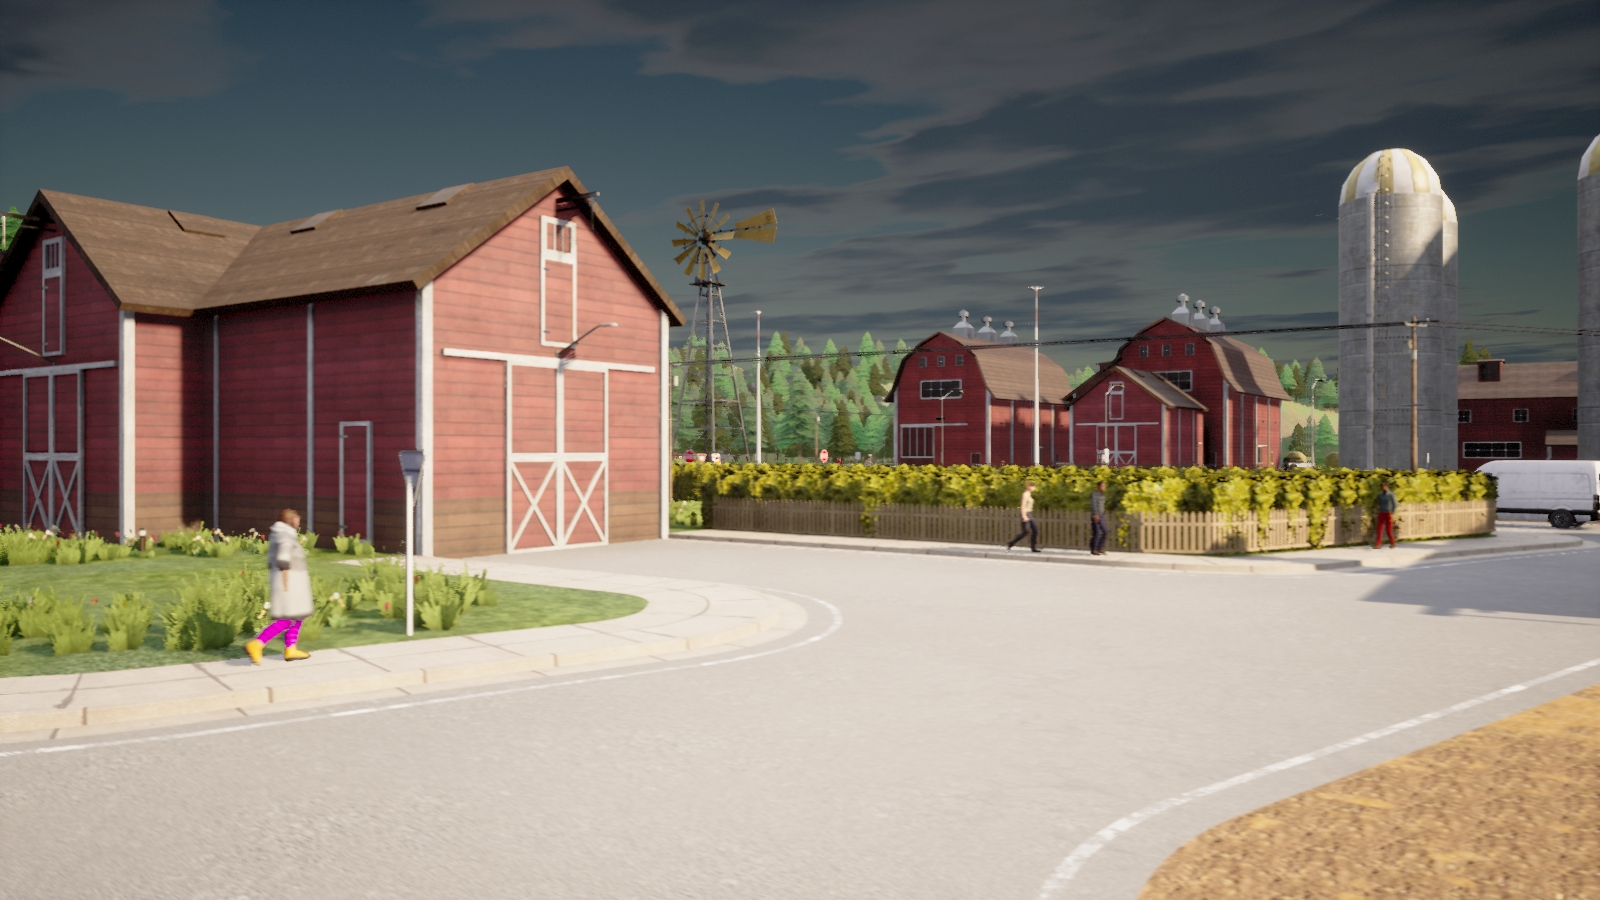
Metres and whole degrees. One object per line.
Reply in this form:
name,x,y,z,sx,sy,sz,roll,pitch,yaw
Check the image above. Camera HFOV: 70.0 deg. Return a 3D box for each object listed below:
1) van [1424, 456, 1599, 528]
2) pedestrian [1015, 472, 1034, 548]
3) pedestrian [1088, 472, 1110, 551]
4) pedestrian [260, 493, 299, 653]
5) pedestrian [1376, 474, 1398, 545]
van,27.767,1.538,44.329,1.988,2.561,5.915,0,0,-45
pedestrian,5.556,1.469,28.270,0.375,1.860,0.375,0,0,27
pedestrian,7.138,1.469,27.301,0.375,1.860,0.375,0,0,45
pedestrian,-6.258,1.461,13.725,0.375,1.860,0.375,0,0,-33
pedestrian,15.524,1.558,30.240,0.375,1.860,0.375,0,0,-31
